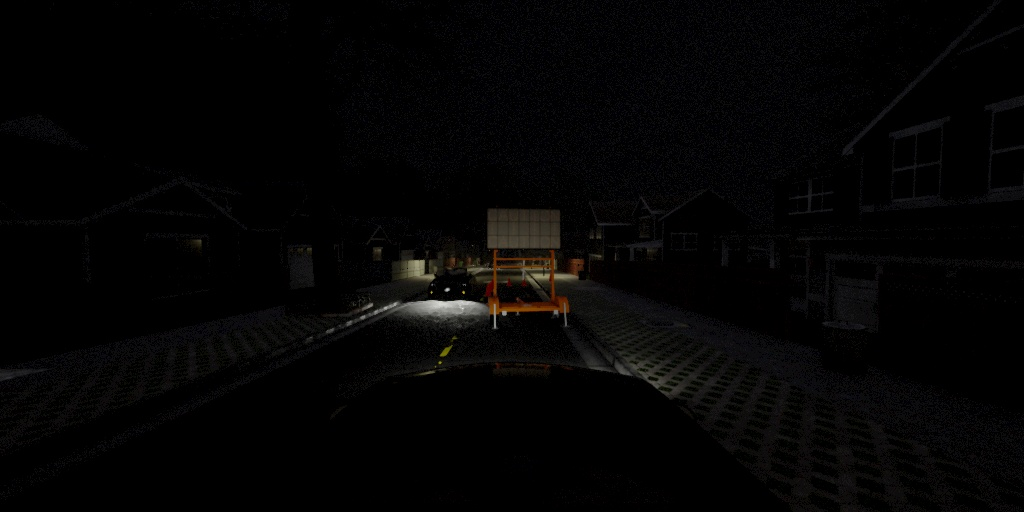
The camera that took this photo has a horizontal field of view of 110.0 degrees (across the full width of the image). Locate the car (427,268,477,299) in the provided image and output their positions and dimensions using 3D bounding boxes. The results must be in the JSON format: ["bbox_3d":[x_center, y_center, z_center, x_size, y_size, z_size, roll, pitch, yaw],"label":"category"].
[{"bbox_3d":[-2.866,1.307,17.929,1.994,1.385,4.181,0,0,0],"label":"car"}]

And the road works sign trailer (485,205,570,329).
[{"bbox_3d":[0.351,0.209,11.333,2.380,3.560,2.880,0,0,-7],"label":"road works sign trailer"}]

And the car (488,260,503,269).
[{"bbox_3d":[-2.894,1.331,59.121,1.812,1.442,4.674,0,0,0],"label":"car"}]
